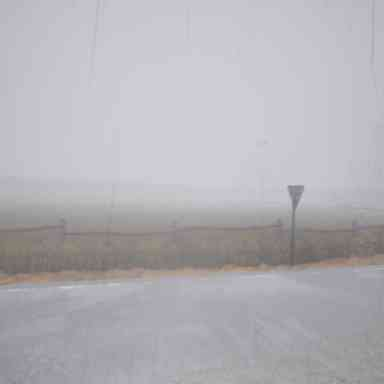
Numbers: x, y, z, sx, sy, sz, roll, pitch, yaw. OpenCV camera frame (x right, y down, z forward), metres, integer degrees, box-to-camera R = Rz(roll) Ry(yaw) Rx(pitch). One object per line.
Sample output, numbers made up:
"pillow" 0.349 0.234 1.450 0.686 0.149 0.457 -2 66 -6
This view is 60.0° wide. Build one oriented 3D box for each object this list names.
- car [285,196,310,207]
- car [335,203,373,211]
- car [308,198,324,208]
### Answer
"car" 21.189 1.864 66.312 2.150 2.045 5.566 2 0 -32
"car" 19.088 2.082 39.322 1.812 1.442 4.674 2 0 -21
"car" 20.299 2.082 53.954 1.882 1.535 5.008 2 -1 19
